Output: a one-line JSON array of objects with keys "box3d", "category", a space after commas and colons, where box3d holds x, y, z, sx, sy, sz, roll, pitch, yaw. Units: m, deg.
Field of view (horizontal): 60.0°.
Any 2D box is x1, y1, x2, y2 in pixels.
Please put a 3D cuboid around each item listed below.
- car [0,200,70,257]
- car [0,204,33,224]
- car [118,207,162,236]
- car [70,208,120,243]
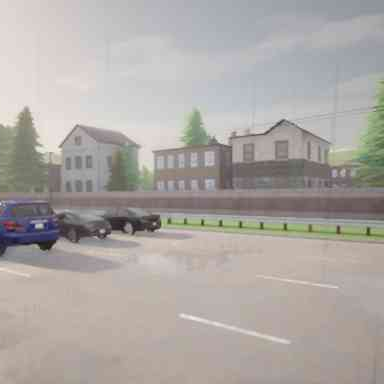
[{"box3d": [-7.752, 1.348, 13.696, 5.566, 2.045, 2.150, 0, 0, 36], "category": "car"}, {"box3d": [-15.880, 1.819, 28.089, 5.357, 1.411, 2.033, -1, 0, 36], "category": "car"}, {"box3d": [-4.062, 1.614, 19.668, 5.008, 1.535, 1.882, 0, 0, 36], "category": "car"}, {"box3d": [-6.028, 1.661, 16.771, 4.674, 1.442, 1.812, 0, 0, 36], "category": "car"}]
